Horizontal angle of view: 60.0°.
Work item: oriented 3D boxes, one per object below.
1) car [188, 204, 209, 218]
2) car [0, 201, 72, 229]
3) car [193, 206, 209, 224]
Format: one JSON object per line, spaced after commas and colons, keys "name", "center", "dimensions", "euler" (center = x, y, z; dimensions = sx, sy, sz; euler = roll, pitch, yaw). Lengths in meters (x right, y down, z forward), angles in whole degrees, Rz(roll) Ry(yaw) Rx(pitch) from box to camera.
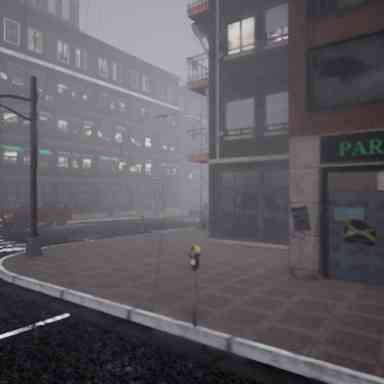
{"name": "car", "center": [1.471, 2.078, 37.535], "dimensions": [1.882, 1.535, 5.008], "euler": [0, -1, 35]}
{"name": "car", "center": [-11.140, 1.592, 24.062], "dimensions": [2.192, 1.841, 5.009], "euler": [-1, -2, 35]}
{"name": "car", "center": [2.251, 2.040, 28.637], "dimensions": [1.802, 1.307, 4.206], "euler": [-2, -2, 35]}
